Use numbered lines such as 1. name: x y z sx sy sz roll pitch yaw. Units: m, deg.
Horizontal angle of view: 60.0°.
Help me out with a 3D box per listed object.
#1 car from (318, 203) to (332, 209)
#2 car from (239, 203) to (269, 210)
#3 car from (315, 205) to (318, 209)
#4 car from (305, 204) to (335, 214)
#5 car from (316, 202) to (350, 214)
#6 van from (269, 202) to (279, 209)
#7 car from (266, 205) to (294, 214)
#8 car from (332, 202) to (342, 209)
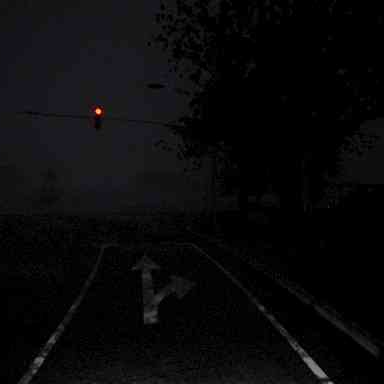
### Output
1. car: 25.911 2.805 60.225 4.553 1.767 2.097 1 -5 -16
2. car: 10.888 3.196 60.781 1.946 1.575 5.366 3 -7 -37
3. car: 22.206 3.334 64.335 2.231 1.521 4.892 3 -7 -37
4. car: 25.063 3.366 65.201 2.097 1.535 5.008 3 -7 -36
5. car: 27.894 3.152 66.093 2.435 2.045 5.566 3 -7 -37
6. van: 13.701 3.009 61.710 1.878 1.987 4.442 3 -7 -36
7. car: 16.471 3.305 62.652 2.163 1.488 4.792 3 -7 -37
8. car: 27.045 2.772 57.438 4.181 1.385 1.994 1 -5 -16
